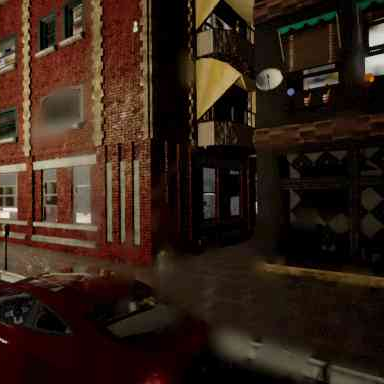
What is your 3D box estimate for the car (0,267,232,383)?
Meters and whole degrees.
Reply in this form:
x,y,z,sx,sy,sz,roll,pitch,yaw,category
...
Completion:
x,y,z,sx,sy,sz,roll,pitch,yaw,category
-1.551,1.583,3.959,4.206,1.307,1.802,0,-1,36,car
